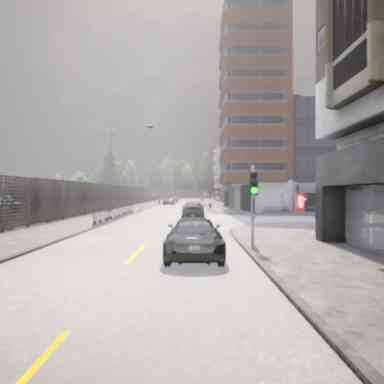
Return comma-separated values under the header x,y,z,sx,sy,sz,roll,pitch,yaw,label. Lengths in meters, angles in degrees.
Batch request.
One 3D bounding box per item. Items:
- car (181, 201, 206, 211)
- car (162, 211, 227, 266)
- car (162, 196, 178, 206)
x,y,z,sx,sy,sz,roll,pitch,yaw,label
0.101,1.551,28.851,1.837,1.490,4.892,0,0,0,car
0.079,1.583,11.571,1.994,1.385,4.181,0,0,0,car
-4.013,1.654,57.551,1.994,1.385,4.181,0,0,1,car
